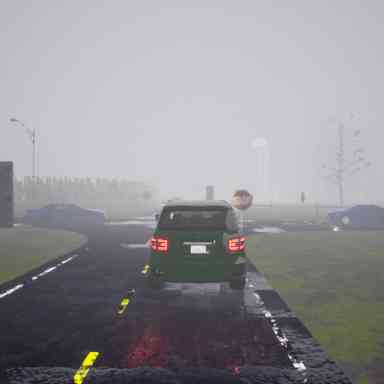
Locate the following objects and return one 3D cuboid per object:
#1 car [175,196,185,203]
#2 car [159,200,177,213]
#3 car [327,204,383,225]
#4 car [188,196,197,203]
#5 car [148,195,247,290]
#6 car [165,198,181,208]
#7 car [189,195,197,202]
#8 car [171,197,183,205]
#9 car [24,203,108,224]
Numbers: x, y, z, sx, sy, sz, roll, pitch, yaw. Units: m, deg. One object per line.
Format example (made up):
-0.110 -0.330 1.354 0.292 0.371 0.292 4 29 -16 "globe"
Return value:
-2.583 1.561 71.451 2.033 1.411 5.357 0 0 0 "car"
-2.731 1.622 38.874 1.895 1.301 4.718 0 0 -1 "car"
12.930 1.671 25.380 5.008 1.535 1.882 1 1 0 "car"
0.165 1.591 70.201 1.812 1.442 4.674 0 0 0 "car"
0.108 1.222 9.220 2.150 2.045 5.566 0 0 0 "car"
-2.709 1.598 48.831 1.994 1.385 4.181 0 0 1 "car"
0.185 1.497 80.204 1.882 1.535 5.008 0 0 0 "car"
-2.665 1.576 59.115 1.812 1.442 4.674 0 0 1 "car"
-8.651 1.456 23.141 5.357 1.411 2.033 1 1 -11 "car"
